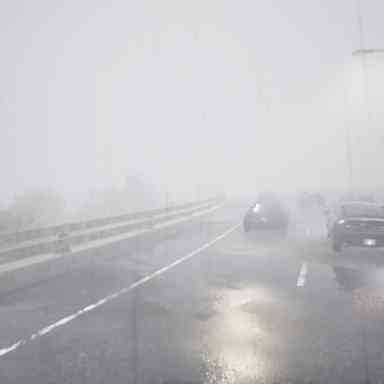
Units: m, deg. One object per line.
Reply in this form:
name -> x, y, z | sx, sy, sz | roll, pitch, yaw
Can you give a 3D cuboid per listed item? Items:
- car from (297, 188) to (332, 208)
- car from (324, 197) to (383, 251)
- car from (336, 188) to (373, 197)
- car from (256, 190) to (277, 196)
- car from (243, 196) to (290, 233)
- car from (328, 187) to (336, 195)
car -> 10.560, 0.607, 29.704 | 2.128, 1.511, 4.902 | -1, 1, 10
car -> 5.887, 1.116, 11.797 | 1.837, 1.490, 4.892 | -1, 1, 20
car -> 13.721, 0.613, 27.670 | 1.812, 1.442, 4.674 | -1, 1, 11
car -> 7.803, 0.546, 34.840 | 1.882, 1.535, 5.008 | -1, 1, 8
car -> 3.785, 1.120, 16.540 | 1.994, 1.385, 4.181 | -1, 1, 18
car -> 23.747, -0.200, 56.343 | 1.994, 1.385, 4.181 | -1, 1, 32
